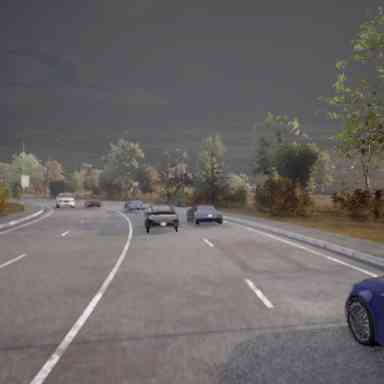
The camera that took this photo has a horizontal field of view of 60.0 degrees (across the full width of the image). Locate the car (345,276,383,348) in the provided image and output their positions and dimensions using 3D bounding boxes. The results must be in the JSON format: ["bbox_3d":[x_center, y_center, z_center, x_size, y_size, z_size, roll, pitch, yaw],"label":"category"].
[{"bbox_3d":[3.386,1.512,3.338,1.812,1.442,4.674,0,0,-2],"label":"car"}]

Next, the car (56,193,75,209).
[{"bbox_3d":[-17.828,1.218,46.796,2.150,2.045,5.566,0,0,-25],"label":"car"}]

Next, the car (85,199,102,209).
[{"bbox_3d":[-13.566,1.594,45.708,1.895,1.301,4.718,0,0,-23],"label":"car"}]

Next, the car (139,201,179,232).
[{"bbox_3d":[-1.938,1.483,20.084,2.128,1.511,4.902,0,0,-10],"label":"car"}]

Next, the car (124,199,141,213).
[{"bbox_3d":[-6.552,1.537,37.819,2.033,1.411,5.357,0,0,-19],"label":"car"}]

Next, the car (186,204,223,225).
[{"bbox_3d":[0.798,1.547,24.192,1.994,1.385,4.181,0,0,-12],"label":"car"}]
